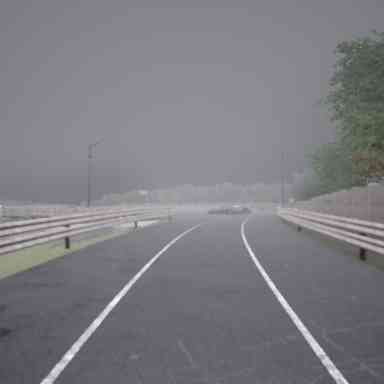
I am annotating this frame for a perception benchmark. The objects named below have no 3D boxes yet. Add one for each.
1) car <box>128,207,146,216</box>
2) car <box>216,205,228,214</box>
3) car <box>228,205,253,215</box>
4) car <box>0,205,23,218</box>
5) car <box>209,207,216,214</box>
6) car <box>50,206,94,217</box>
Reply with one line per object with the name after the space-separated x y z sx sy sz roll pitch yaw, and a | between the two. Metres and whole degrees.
-7.127 2.708 44.622 4.718 1.301 1.895 3 -3 -45 | car
7.073 3.277 62.875 2.097 1.767 4.553 -1 -3 31 | car
8.983 3.341 59.415 2.033 1.411 5.357 -1 -3 34 | car
-21.257 2.186 36.531 4.902 1.511 2.128 2 -3 -40 | car
5.078 3.623 66.351 1.994 1.385 4.181 -1 -3 30 | car
-12.361 2.205 34.899 4.674 1.442 1.812 2 -3 -41 | car
